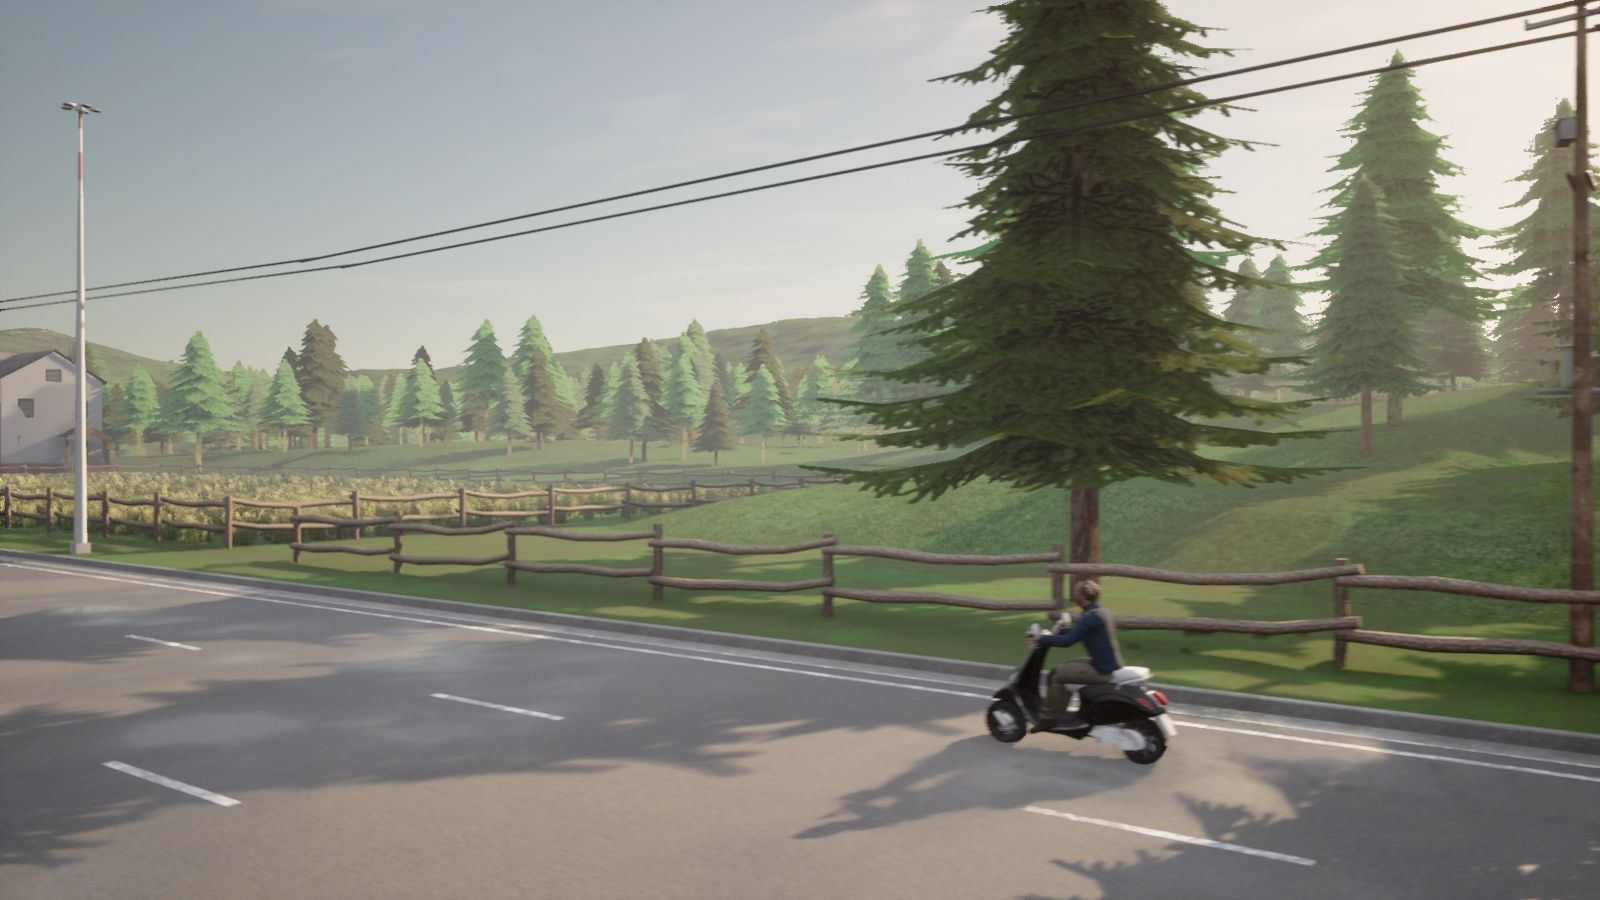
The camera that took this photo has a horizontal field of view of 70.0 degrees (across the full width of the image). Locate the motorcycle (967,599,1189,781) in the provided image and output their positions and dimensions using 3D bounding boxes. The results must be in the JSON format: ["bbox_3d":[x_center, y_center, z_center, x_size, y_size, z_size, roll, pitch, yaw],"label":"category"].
[{"bbox_3d":[2.549,2.145,10.544,1.805,1.316,0.856,0,0,35],"label":"motorcycle"}]
